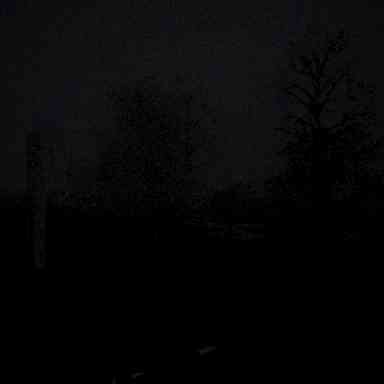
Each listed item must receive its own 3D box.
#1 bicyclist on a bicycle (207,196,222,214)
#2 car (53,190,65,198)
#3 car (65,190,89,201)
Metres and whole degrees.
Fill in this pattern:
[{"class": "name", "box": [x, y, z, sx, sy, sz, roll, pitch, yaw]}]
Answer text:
[{"class": "bicyclist on a bicycle", "box": [1.991, 1.157, 28.750, 1.656, 1.620, 0.582, 0, 1, -35]}, {"class": "car", "box": [-23.296, 0.328, 59.034, 2.128, 1.511, 4.902, 0, 1, -36]}, {"class": "car", "box": [-17.161, 0.613, 50.412, 2.033, 1.411, 5.357, 0, 1, -35]}]
